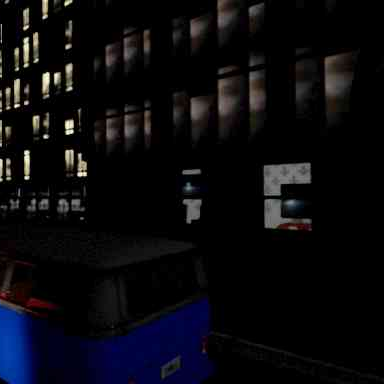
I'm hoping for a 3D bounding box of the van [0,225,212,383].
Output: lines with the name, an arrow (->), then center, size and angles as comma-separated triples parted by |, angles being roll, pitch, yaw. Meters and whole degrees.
van -> -1.697, 1.372, 4.108 | 3.998, 1.788, 1.690 | -1, 0, 36
